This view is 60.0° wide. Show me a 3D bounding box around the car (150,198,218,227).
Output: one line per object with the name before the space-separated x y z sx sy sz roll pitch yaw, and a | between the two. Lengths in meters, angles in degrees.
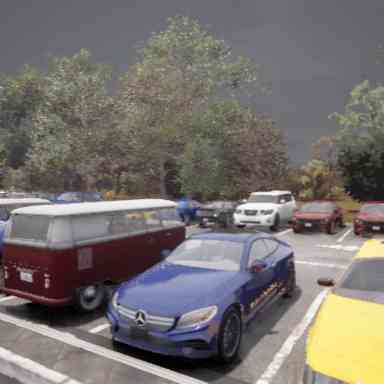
car | -0.349 1.262 22.036 2.097 1.535 5.008 0 1 32

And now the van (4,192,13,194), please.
van | -14.460 1.024 30.892 1.878 1.987 4.442 0 1 32

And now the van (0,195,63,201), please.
van | -6.662 1.224 10.429 1.878 1.987 4.442 0 1 32

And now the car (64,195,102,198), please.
car | -7.420 1.300 26.444 2.163 1.488 4.792 0 1 32

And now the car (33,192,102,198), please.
car | -9.812 1.017 27.850 2.435 2.045 5.566 0 1 32

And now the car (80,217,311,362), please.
car | 0.561 1.455 6.112 2.002 1.452 4.674 0 1 32

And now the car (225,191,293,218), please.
car | 4.360 0.991 19.096 2.435 2.045 5.566 0 1 32

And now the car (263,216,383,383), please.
car | 2.847 1.404 4.478 1.946 1.575 5.366 0 1 32

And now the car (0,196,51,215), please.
car | -16.783 1.235 32.412 1.946 1.575 5.366 0 1 32

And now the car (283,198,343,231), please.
car | 6.742 1.230 17.668 2.097 1.535 5.008 0 1 32

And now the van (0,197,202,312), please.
van | -1.766 1.199 7.679 1.878 1.987 4.442 0 1 32

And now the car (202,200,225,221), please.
car | 2.014 1.254 20.576 2.231 1.521 4.892 0 1 32

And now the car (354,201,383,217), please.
car | 9.104 1.219 16.210 2.097 1.535 5.008 0 1 32

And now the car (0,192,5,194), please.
car | -19.229 0.978 33.734 2.435 2.045 5.566 0 1 32

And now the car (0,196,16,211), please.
car | -21.620 1.249 35.147 2.163 1.488 4.792 0 1 32

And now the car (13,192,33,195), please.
car | -12.145 1.010 29.358 2.435 2.045 5.566 0 1 32
